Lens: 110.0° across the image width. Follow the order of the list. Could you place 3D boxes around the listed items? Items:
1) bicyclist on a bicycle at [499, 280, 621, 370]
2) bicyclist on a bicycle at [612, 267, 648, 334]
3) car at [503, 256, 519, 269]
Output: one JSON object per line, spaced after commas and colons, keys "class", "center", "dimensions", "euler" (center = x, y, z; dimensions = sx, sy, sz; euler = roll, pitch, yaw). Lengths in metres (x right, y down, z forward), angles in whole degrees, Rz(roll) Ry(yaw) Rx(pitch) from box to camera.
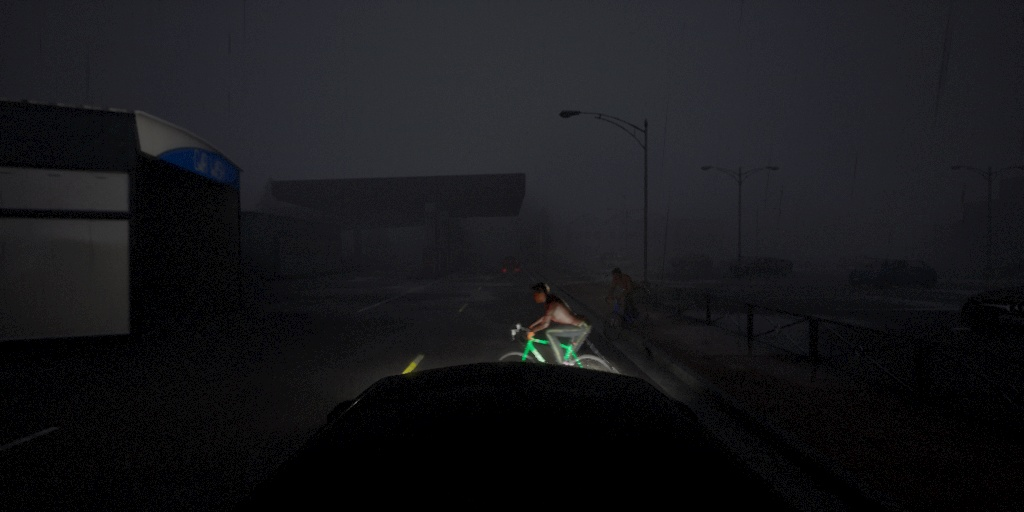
{"class": "bicyclist on a bicycle", "center": [0.540, 1.180, 4.806], "dimensions": [1.656, 1.620, 0.582], "euler": [0, 0, 12]}
{"class": "bicyclist on a bicycle", "center": [2.621, 1.053, 8.348], "dimensions": [1.656, 1.620, 0.582], "euler": [-11, 6, -35]}
{"class": "car", "center": [-0.156, 0.752, 48.308], "dimensions": [2.097, 1.767, 4.553], "euler": [0, 0, 0]}
